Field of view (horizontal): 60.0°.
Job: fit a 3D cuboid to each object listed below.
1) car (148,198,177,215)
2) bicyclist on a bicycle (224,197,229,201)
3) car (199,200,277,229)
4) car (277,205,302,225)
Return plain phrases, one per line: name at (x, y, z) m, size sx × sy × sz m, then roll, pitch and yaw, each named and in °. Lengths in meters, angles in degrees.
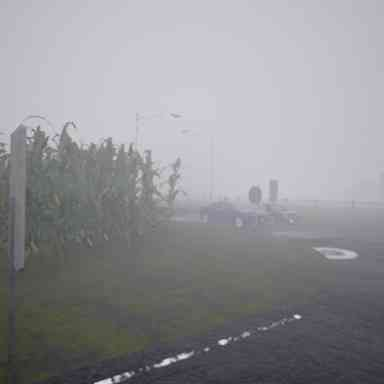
car at (-3.372, 1.225, 28.440) m, size 2.033 × 1.411 × 5.357 m, roll 1°, pitch 0°, yaw -36°
bicyclist on a bicycle at (3.107, 1.241, 29.656) m, size 1.656 × 1.620 × 0.582 m, roll -1°, pitch 1°, yaw -36°
car at (2.442, 1.279, 20.372) m, size 1.882 × 1.535 × 5.008 m, roll 1°, pitch 0°, yaw -36°
car at (4.814, 1.451, 22.300) m, size 1.895 × 1.301 × 4.718 m, roll 1°, pitch 0°, yaw -36°
